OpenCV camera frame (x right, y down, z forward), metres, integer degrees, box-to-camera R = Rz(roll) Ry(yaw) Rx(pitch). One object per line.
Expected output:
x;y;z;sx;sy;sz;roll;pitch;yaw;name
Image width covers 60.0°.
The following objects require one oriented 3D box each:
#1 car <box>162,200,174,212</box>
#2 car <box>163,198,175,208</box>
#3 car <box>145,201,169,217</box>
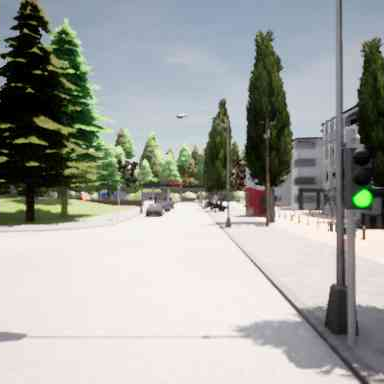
-4.098;2.180;47.901;1.994;1.385;4.181;0;-1;0;car
-4.055;2.250;57.893;1.837;1.490;4.892;0;-1;1;car
-4.109;2.036;37.964;2.033;1.411;5.357;0;-1;0;car
